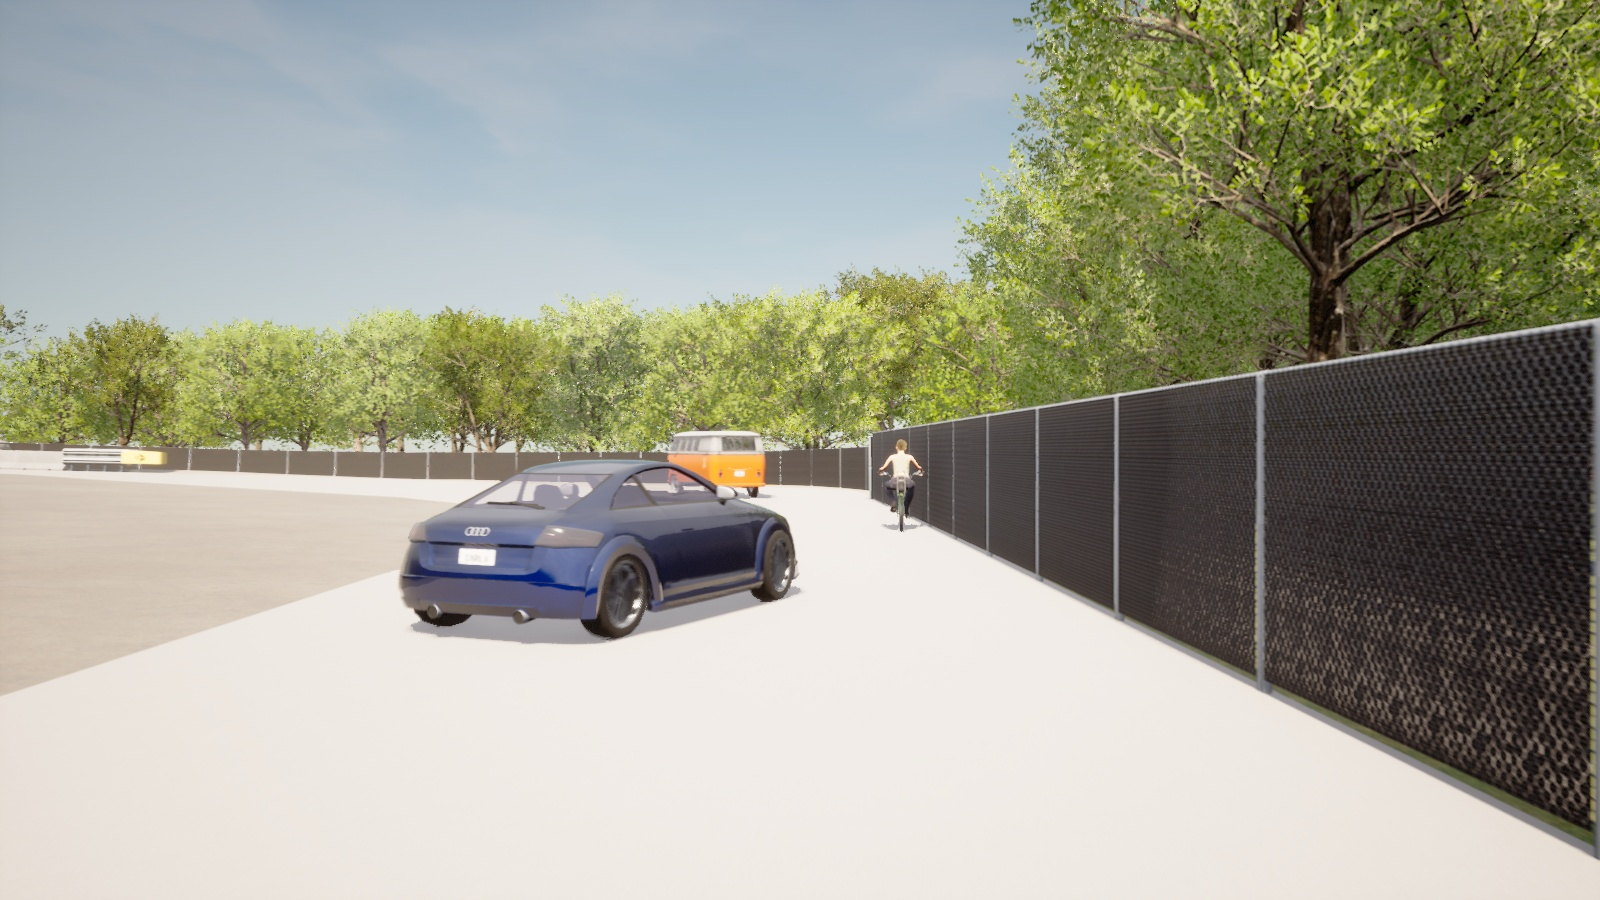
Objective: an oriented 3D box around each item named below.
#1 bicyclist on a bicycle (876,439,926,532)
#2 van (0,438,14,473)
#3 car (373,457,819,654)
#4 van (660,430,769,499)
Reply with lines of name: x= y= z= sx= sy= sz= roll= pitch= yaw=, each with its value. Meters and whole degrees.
bicyclist on a bicycle: x=1.817 y=0.623 z=22.609 sx=0.866 sy=1.612 sz=1.509 roll=0 pitch=0 yaw=4
van: x=-48.342 y=0.251 z=72.707 sx=4.442 sy=1.987 sz=1.775 roll=2 pitch=-2 yaw=-1
car: x=-1.587 y=0.772 z=11.392 sx=1.994 sy=1.385 sz=4.181 roll=0 pitch=0 yaw=25
van: x=-2.665 y=0.411 z=38.140 sx=1.775 sy=1.987 sz=4.442 roll=0 pitch=0 yaw=-26
